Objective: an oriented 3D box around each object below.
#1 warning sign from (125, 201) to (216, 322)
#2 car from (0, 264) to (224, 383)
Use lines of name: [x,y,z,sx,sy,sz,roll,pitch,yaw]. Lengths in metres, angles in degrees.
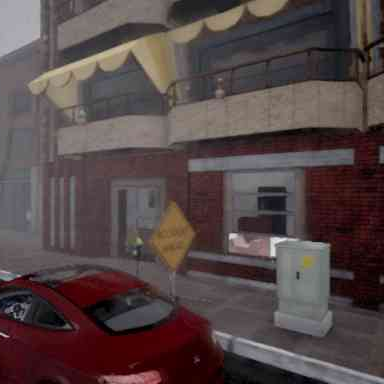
warning sign: [-0.364,1.109,6.051,1.060,1.860,1.300,0,0,35]
car: [-1.620,1.576,4.092,4.206,1.307,1.802,0,0,35]
